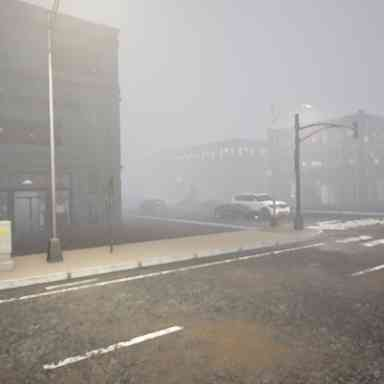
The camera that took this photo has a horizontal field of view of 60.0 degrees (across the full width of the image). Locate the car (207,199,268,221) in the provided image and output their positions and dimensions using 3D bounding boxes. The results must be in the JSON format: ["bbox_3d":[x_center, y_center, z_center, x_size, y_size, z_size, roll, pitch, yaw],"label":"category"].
[{"bbox_3d":[3.546,1.541,26.598,1.947,1.339,4.313,-3,1,-35],"label":"car"}]

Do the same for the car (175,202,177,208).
[{"bbox_3d":[-4.327,1.583,42.385,1.882,1.535,5.008,-2,0,-35],"label":"car"}]

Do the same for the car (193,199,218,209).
[{"bbox_3d":[2.437,1.503,42.836,1.802,1.307,4.206,-3,1,-35],"label":"car"}]

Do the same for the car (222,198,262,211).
[{"bbox_3d":[5.642,1.409,38.323,2.008,1.369,4.403,-3,1,-35],"label":"car"}]

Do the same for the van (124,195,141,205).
[{"bbox_3d":[-10.392,1.505,60.883,1.690,1.788,3.998,-3,1,-35],"label":"van"}]

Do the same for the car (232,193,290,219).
[{"bbox_3d":[5.603,1.132,28.381,2.150,2.045,5.566,-2,0,-35],"label":"car"}]

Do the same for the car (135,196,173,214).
[{"bbox_3d":[-4.396,1.571,37.980,1.967,1.590,4.097,-3,1,-35],"label":"car"}]

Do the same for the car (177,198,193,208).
[{"bbox_3d":[-0.767,1.565,47.348,1.802,1.307,4.206,-3,1,-35],"label":"car"}]

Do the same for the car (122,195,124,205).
[{"bbox_3d":[-13.599,1.538,65.395,2.192,1.841,5.009,-3,1,-35],"label":"car"}]
